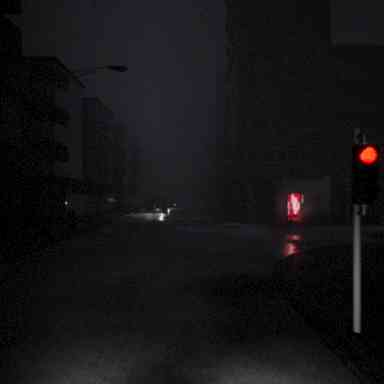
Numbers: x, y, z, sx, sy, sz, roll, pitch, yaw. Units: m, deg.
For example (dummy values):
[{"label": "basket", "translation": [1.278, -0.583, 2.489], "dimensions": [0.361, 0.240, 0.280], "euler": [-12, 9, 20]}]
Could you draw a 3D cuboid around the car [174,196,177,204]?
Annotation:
[{"label": "car", "translation": [-4.051, 1.539, 65.928], "dimensions": [1.837, 1.490, 4.892], "euler": [0, -1, 0]}]

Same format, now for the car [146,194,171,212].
[{"label": "car", "translation": [-4.127, 1.240, 39.659], "dimensions": [2.150, 2.045, 5.566], "euler": [0, 0, 0]}]

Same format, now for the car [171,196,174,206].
[{"label": "car", "translation": [-4.118, 1.502, 49.982], "dimensions": [1.882, 1.535, 5.008], "euler": [0, 0, 0]}]
